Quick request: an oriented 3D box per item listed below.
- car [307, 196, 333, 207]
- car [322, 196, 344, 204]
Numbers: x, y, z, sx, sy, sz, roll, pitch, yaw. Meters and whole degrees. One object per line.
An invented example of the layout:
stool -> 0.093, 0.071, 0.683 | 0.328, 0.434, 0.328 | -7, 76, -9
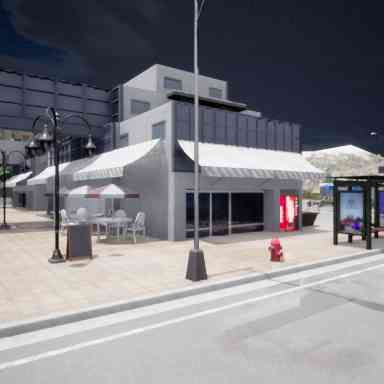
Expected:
car -> 19.116, 1.345, 48.778 | 5.027, 1.636, 2.152 | 0, 0, -36
car -> 28.397, 1.490, 66.892 | 4.514, 1.523, 2.007 | 0, 0, -36
